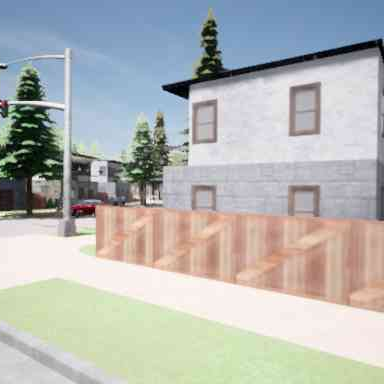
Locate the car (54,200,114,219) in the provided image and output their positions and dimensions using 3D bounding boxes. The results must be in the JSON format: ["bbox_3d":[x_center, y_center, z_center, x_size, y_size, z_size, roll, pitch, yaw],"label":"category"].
[{"bbox_3d":[-8.251,1.295,25.836,1.895,1.301,4.718,1,1,26],"label":"car"}]
